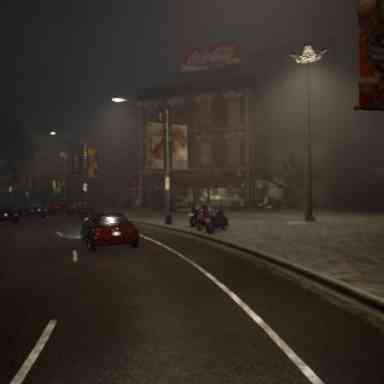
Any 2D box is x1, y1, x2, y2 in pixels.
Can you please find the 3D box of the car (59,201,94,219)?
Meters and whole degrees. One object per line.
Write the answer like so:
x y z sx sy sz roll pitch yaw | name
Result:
-10.224 1.661 30.467 1.895 1.301 4.718 -1 0 -40 | car

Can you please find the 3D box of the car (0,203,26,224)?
-14.583 1.669 25.135 2.033 1.411 5.357 -1 0 -41 | car

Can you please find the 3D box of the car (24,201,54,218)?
-15.308 1.668 31.038 5.357 1.411 2.033 -1 0 43 | car

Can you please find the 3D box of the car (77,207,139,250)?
-3.703 1.582 14.636 1.994 1.385 4.181 -1 0 -23 | car
